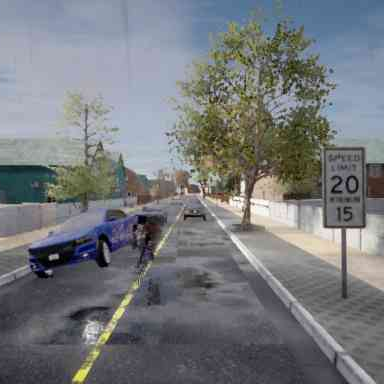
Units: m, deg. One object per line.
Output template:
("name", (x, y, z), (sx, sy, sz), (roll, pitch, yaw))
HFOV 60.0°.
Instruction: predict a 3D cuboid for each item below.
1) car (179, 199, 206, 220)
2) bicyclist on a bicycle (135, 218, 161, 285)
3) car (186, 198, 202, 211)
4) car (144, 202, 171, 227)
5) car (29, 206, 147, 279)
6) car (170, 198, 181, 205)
("car", (0.213, 1.556, 28.212), (2.033, 1.411, 5.357), (0, 0, 0))
("bicyclist on a bicycle", (-1.110, 1.410, 8.542), (0.582, 1.620, 1.656), (12, 15, 1))
("car", (0.255, 1.555, 42.700), (2.033, 1.411, 5.357), (0, 0, 0))
("car", (-2.758, 1.609, 23.137), (1.895, 1.301, 4.718), (0, 0, 0))
("car", (-3.049, 1.316, 10.325), (1.882, 1.535, 5.008), (-13, -2, 6))
("car", (-2.639, 1.605, 54.437), (1.895, 1.301, 4.718), (0, 0, 0))
